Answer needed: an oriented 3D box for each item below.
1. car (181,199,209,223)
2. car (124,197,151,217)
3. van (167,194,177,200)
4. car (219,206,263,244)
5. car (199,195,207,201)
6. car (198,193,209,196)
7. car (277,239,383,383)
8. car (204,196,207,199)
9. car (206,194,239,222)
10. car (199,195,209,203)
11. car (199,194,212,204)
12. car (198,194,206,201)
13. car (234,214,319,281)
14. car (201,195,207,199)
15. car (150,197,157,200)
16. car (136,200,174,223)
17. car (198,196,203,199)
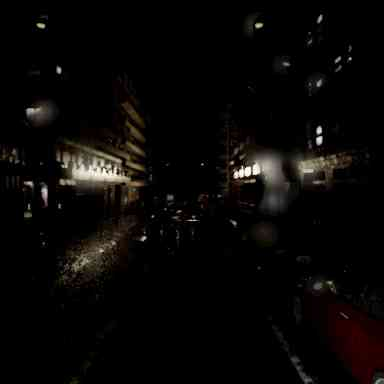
[{"bbox_3d":[0.113,1.516,25.276,1.812,1.442,4.674,0,0,0],"label":"car"},{"bbox_3d":[-5.309,1.514,31.696,1.752,1.417,4.829,-1,0,0],"label":"car"},{"bbox_3d":[-5.288,1.303,81.808,1.690,1.788,3.998,-1,0,0],"label":"van"},{"bbox_3d":[2.564,1.545,15.236,2.008,1.369,4.403,-1,0,0],"label":"car"},{"bbox_3d":[2.595,1.488,81.994,1.752,1.417,4.829,-1,0,0],"label":"car"},{"bbox_3d":[2.582,1.290,59.627,2.192,1.841,5.009,-1,0,0],"label":"car"},{"bbox_3d":[2.559,1.581,4.138,1.802,1.307,4.206,-1,0,0],"label":"car"},{"bbox_3d":[2.574,1.511,37.602,1.752,1.417,4.829,-1,0,0],"label":"car"},{"bbox_3d":[2.566,1.305,26.334,2.192,1.841,5.009,-1,0,0],"label":"car"},{"bbox_3d":[2.588,1.409,70.726,1.967,1.590,4.097,-1,0,0],"label":"car"},{"bbox_3d":[2.584,1.287,65.177,2.192,1.841,5.009,-1,0,0],"label":"car"},{"bbox_3d":[2.596,1.399,87.373,1.967,1.590,4.097,-1,0,0],"label":"car"},{"bbox_3d":[2.561,1.563,9.687,1.947,1.339,4.313,-1,0,0],"label":"car"},{"bbox_3d":[2.580,1.563,48.530,1.802,1.307,4.206,-1,0,0],"label":"car"},{"bbox_3d":[-5.305,1.424,42.964,1.967,1.590,4.097,-1,0,0],"label":"car"},{"bbox_3d":[-2.767,1.555,25.621,1.994,1.385,4.181,0,0,1],"label":"car"},{"bbox_3d":[0.121,1.584,43.146,1.895,1.301,4.718,0,0,0],"label":"car"}]
